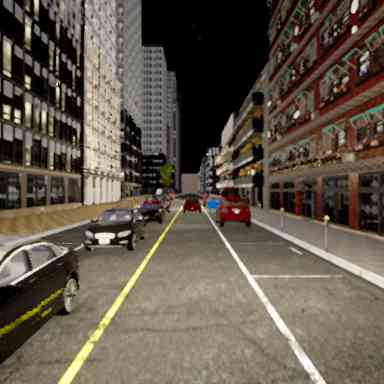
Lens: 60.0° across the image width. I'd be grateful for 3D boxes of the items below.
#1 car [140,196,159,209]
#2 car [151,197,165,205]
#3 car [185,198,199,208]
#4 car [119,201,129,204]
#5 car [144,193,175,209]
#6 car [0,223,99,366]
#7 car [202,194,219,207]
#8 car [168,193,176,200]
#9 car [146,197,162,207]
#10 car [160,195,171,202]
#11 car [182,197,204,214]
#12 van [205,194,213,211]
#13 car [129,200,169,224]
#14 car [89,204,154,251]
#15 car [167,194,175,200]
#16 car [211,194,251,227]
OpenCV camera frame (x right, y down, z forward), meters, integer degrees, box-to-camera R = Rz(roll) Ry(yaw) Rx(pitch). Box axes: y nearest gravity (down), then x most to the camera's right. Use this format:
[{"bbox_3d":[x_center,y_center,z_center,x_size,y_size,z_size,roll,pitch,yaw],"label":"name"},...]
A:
[{"bbox_3d":[-5.664,1.381,44.613,1.967,1.590,4.097,0,0,0],"label":"car"},{"bbox_3d":[-5.657,1.481,55.716,2.008,1.369,4.403,0,0,0],"label":"car"},{"bbox_3d":[0.045,1.541,46.882,1.895,1.301,4.718,0,0,0],"label":"car"},{"bbox_3d":[-5.675,1.486,27.791,1.752,1.417,4.829,0,0,0],"label":"car"},{"bbox_3d":[-2.981,0.967,30.838,2.097,1.767,4.553,0,0,0],"label":"car"},{"bbox_3d":[-3.096,1.485,4.685,2.128,1.511,4.902,0,0,0],"label":"car"},{"bbox_3d":[2.719,1.252,50.160,2.192,1.841,5.009,0,0,0],"label":"car"},{"bbox_3d":[-5.633,1.215,94.572,2.192,1.841,5.009,0,0,0],"label":"car"},{"bbox_3d":[-5.661,1.461,49.995,1.752,1.417,4.829,0,0,0],"label":"car"},{"bbox_3d":[-5.647,1.466,72.368,2.008,1.369,4.403,0,0,0],"label":"car"},{"bbox_3d":[0.025,1.431,34.944,1.882,1.535,5.008,0,0,0],"label":"car"},{"bbox_3d":[2.712,1.290,39.058,1.690,1.788,3.998,0,0,0],"label":"van"},{"bbox_3d":[-3.020,1.530,24.152,1.994,1.385,4.181,0,0,1],"label":"car"},{"bbox_3d":[-3.081,1.472,14.145,2.128,1.511,4.902,0,0,0],"label":"car"},{"bbox_3d":[-5.637,1.343,89.021,1.967,1.590,4.097,0,0,0],"label":"car"},{"bbox_3d":[2.702,1.285,22.406,2.192,1.841,5.009,0,0,0],"label":"car"}]
